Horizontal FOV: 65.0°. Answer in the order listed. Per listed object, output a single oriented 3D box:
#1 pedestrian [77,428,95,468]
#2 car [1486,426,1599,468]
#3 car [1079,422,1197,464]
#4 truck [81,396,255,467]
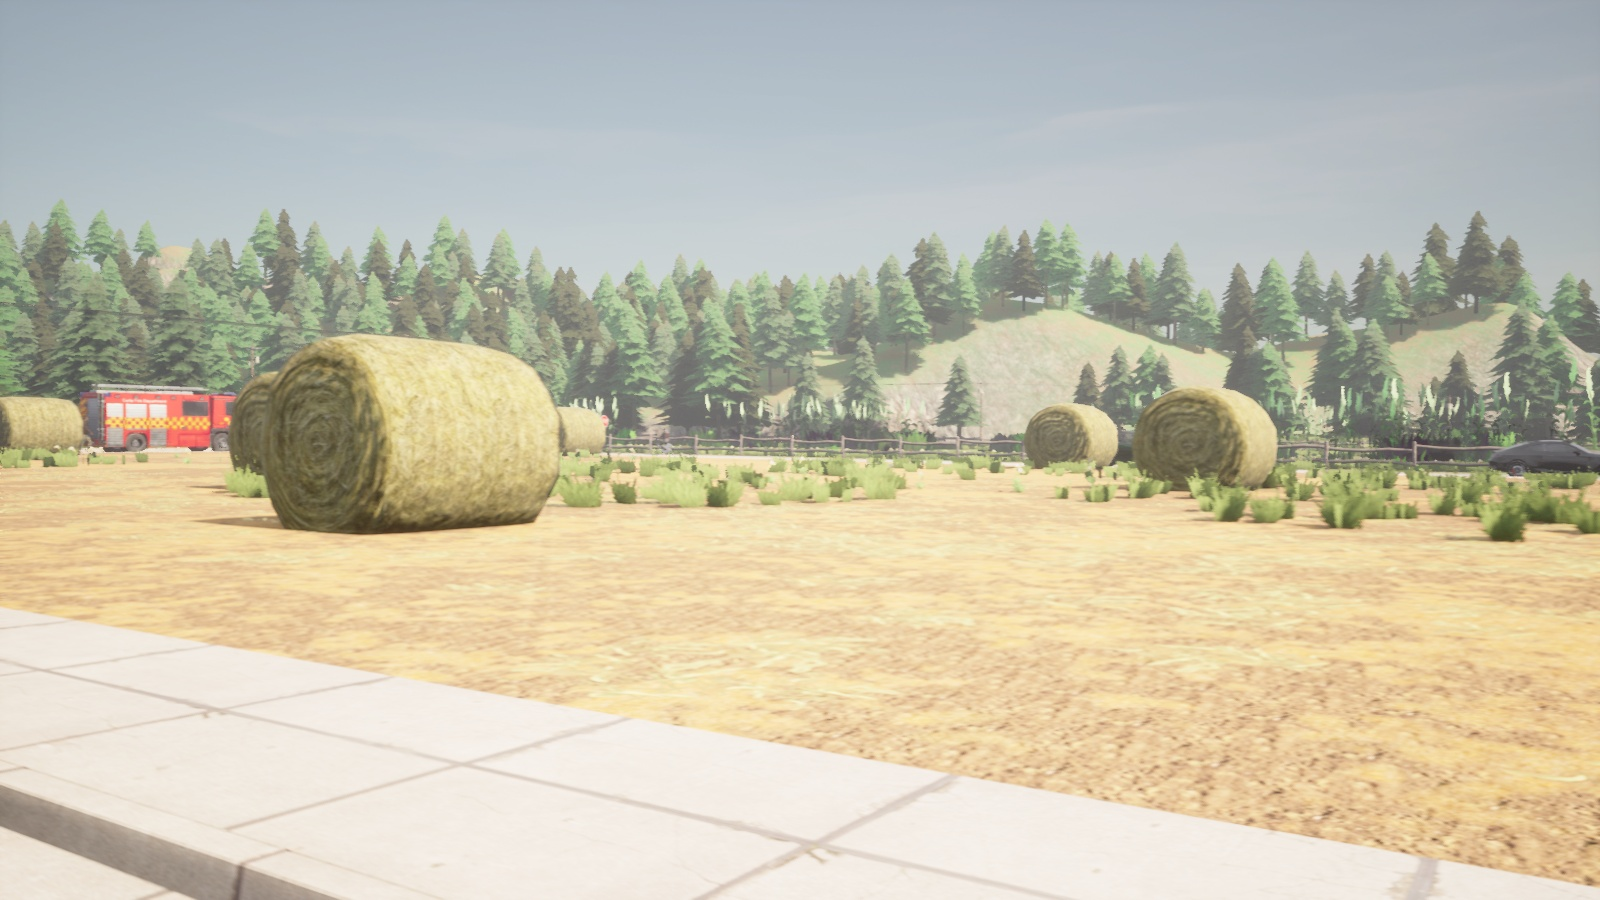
[{"bbox_3d":[-33.022,-0.102,58.053,0.703,1.840,0.431,-1,1,-30],"label":"pedestrian"},{"bbox_3d":[27.646,-0.123,45.510,4.674,1.442,1.812,0,1,37],"label":"car"},{"bbox_3d":[14.855,-0.308,55.288,4.553,1.767,2.097,0,1,37],"label":"car"},{"bbox_3d":[-35.843,-1.060,71.623,2.891,3.827,8.468,0,1,35],"label":"truck"}]
